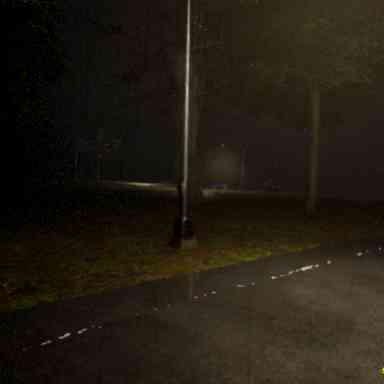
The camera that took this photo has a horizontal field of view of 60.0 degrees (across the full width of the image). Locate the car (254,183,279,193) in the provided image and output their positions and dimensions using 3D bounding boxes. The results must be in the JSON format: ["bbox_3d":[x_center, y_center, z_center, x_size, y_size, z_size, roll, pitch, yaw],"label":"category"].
[{"bbox_3d":[16.105,-0.915,71.704,2.150,2.045,5.566,2,2,-40],"label":"car"}]

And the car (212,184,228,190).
[{"bbox_3d":[7.022,-1.357,82.530,1.812,1.442,4.674,2,2,-40],"label":"car"}]
